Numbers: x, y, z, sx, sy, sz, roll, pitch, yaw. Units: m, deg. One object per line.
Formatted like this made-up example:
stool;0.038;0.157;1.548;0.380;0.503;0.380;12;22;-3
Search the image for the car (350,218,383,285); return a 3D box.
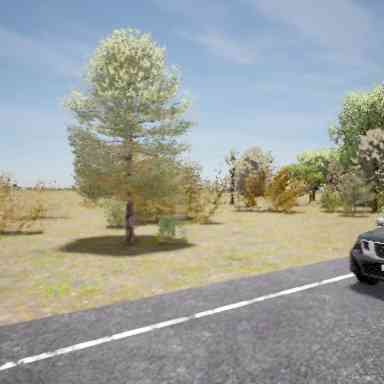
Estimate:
car;6.361;1.262;8.524;5.566;2.045;2.150;0;0;-35
